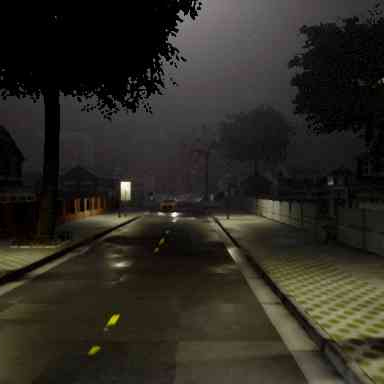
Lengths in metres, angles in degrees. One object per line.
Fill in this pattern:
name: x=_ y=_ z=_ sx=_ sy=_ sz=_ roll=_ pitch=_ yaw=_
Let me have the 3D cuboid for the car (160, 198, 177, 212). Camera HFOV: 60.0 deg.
car: x=-2.750 y=1.526 z=39.689 sx=1.882 sy=1.535 sz=5.008 roll=0 pitch=0 yaw=0
